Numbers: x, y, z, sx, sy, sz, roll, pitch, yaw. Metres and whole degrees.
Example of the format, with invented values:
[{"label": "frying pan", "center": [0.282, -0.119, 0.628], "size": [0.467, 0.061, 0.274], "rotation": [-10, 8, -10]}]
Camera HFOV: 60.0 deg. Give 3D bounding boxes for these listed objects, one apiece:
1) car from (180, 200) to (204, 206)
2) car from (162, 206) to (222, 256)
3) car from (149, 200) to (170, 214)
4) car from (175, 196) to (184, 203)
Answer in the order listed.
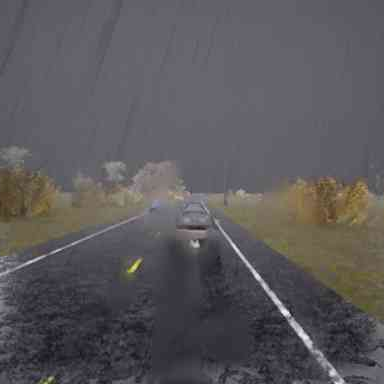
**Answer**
[{"label": "car", "center": [0.175, 1.640, 29.213], "size": [1.994, 1.385, 4.181], "rotation": [0, 0, 0]}, {"label": "car", "center": [0.110, 1.526, 13.230], "size": [2.128, 1.511, 4.902], "rotation": [0, 0, 0]}, {"label": "car", "center": [-3.466, 1.573, 36.334], "size": [1.882, 1.535, 5.008], "rotation": [0, 0, 1]}, {"label": "car", "center": [-2.927, 1.644, 76.837], "size": [1.882, 1.535, 5.008], "rotation": [0, 0, 1]}]
